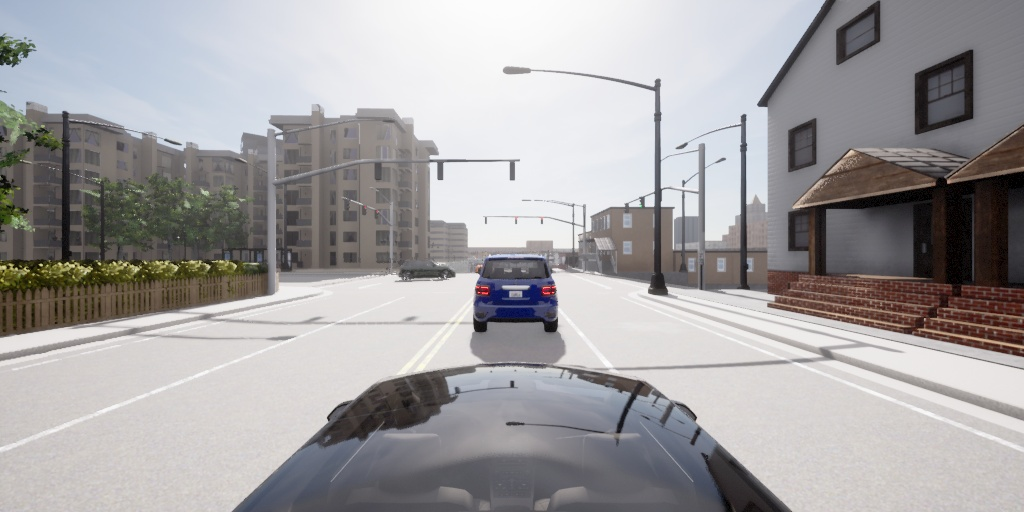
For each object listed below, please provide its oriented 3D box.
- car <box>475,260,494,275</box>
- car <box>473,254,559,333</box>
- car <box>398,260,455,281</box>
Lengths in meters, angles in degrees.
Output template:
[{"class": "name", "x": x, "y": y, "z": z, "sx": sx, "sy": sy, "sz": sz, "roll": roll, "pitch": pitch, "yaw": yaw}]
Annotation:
[{"class": "car", "x": -3.555, "y": 1.520, "z": 46.974, "sx": 2.097, "sy": 1.767, "sz": 4.553, "roll": 1, "pitch": -5, "yaw": 0}, {"class": "car", "x": 0.102, "y": 0.974, "z": 10.954, "sx": 2.150, "sy": 2.045, "sz": 5.566, "roll": 0, "pitch": 0, "yaw": 0}, {"class": "car", "x": -7.006, "y": 1.085, "z": 29.466, "sx": 4.553, "sy": 1.767, "sz": 2.097, "roll": 0, "pitch": 0, "yaw": -19}]
